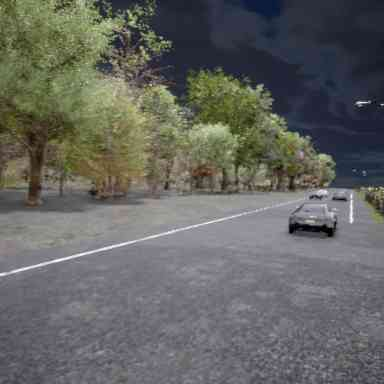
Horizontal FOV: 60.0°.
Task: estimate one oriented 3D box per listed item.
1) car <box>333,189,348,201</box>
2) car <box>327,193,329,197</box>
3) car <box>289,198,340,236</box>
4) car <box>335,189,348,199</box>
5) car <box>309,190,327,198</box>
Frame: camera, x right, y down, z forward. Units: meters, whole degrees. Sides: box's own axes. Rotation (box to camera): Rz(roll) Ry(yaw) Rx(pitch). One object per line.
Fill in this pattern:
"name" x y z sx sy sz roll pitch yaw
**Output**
"car" 22.811 0.682 51.233 1.994 1.385 4.181 3 2 26
"car" 25.773 0.275 65.688 1.812 1.442 4.674 3 2 26
"car" 6.057 1.229 16.382 1.994 1.385 4.181 3 2 26
"car" 28.303 0.287 62.863 2.097 1.767 4.553 3 2 26
"car" 20.337 0.533 54.279 1.895 1.301 4.718 3 2 26
